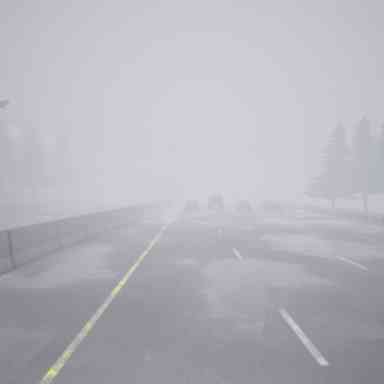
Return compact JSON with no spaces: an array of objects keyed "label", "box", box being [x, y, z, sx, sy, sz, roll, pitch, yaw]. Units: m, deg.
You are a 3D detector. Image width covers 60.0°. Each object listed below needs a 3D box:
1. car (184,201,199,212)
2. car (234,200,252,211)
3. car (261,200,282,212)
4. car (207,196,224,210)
[{"label":"car","box":[-0.060,1.834,43.237,2.033,1.411,5.357,0,0,-2]},{"label":"car","box":[6.923,1.824,45.325,2.033,1.411,5.357,0,0,1]},{"label":"car","box":[10.428,1.803,43.830,2.033,1.411,5.357,0,0,0]},{"label":"car","box":[3.410,1.534,48.778,2.150,2.045,5.566,0,0,0]}]
